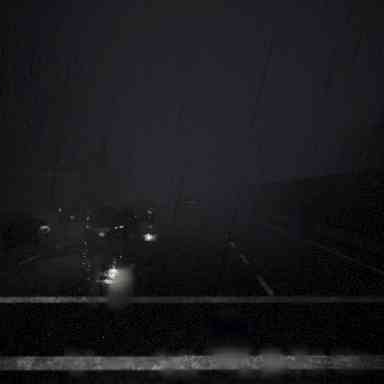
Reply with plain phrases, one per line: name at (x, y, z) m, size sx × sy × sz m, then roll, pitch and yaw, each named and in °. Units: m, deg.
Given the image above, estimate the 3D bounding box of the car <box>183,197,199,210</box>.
car at (-0.112, 1.428, 41.954) m, size 1.837 × 1.490 × 4.892 m, roll 0°, pitch 0°, yaw 0°

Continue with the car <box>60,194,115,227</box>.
car at (-7.160, 1.161, 22.618) m, size 2.150 × 2.045 × 5.566 m, roll 0°, pitch 0°, yaw 0°

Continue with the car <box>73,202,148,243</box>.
car at (-3.641, 1.441, 15.875) m, size 2.128 × 1.511 × 4.902 m, roll 0°, pitch 0°, yaw 0°

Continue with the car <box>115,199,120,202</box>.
car at (-7.177, 1.433, 33.011) m, size 1.837 × 1.490 × 4.892 m, roll 0°, pitch 0°, yaw 0°

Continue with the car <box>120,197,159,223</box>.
car at (-3.664, 1.292, 24.755) m, size 2.097 × 1.767 × 4.553 m, roll 0°, pitch 0°, yaw 0°

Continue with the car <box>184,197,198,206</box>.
car at (-0.138, 1.476, 52.063) m, size 1.994 × 1.385 × 4.181 m, roll 0°, pitch 0°, yaw 0°

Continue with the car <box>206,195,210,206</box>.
car at (3.362, 1.266, 52.651) m, size 2.097 × 1.767 × 4.553 m, roll 0°, pitch 0°, yaw 0°

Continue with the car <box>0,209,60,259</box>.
car at (-7.134, 1.498, 12.430) m, size 2.033 × 1.411 × 5.357 m, roll 0°, pitch 0°, yaw 0°

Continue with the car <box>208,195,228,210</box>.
car at (3.492, 1.473, 42.430) m, size 2.033 × 1.411 × 5.357 m, roll 0°, pitch 0°, yaw 0°
